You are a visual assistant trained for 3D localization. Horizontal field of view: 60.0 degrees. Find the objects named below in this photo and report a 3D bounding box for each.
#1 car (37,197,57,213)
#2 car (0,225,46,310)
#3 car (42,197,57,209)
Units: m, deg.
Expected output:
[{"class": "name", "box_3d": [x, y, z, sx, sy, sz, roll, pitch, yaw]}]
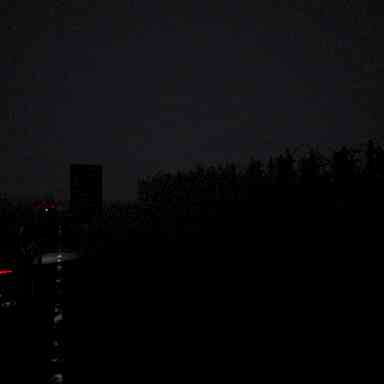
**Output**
[{"class": "car", "box_3d": [-15.714, 1.551, 36.196, 1.895, 1.301, 4.718, 0, 0, -21]}, {"class": "car", "box_3d": [-4.447, 1.498, 7.414, 1.837, 1.490, 4.892, 0, 0, -21]}, {"class": "car", "box_3d": [-19.471, 1.454, 45.609, 1.812, 1.442, 4.674, 0, 0, -21]}]
